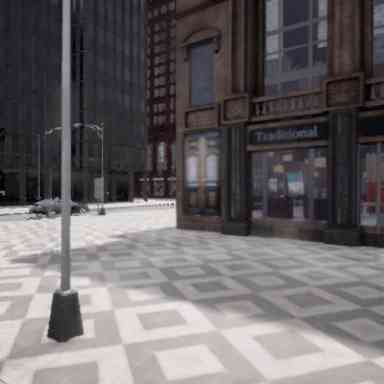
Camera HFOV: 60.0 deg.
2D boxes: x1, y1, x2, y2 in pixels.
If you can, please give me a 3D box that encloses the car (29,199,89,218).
[{"bbox_3d":[-10.747,1.281,27.283,2.128,1.511,4.902,0,1,35],"label":"car"}]
